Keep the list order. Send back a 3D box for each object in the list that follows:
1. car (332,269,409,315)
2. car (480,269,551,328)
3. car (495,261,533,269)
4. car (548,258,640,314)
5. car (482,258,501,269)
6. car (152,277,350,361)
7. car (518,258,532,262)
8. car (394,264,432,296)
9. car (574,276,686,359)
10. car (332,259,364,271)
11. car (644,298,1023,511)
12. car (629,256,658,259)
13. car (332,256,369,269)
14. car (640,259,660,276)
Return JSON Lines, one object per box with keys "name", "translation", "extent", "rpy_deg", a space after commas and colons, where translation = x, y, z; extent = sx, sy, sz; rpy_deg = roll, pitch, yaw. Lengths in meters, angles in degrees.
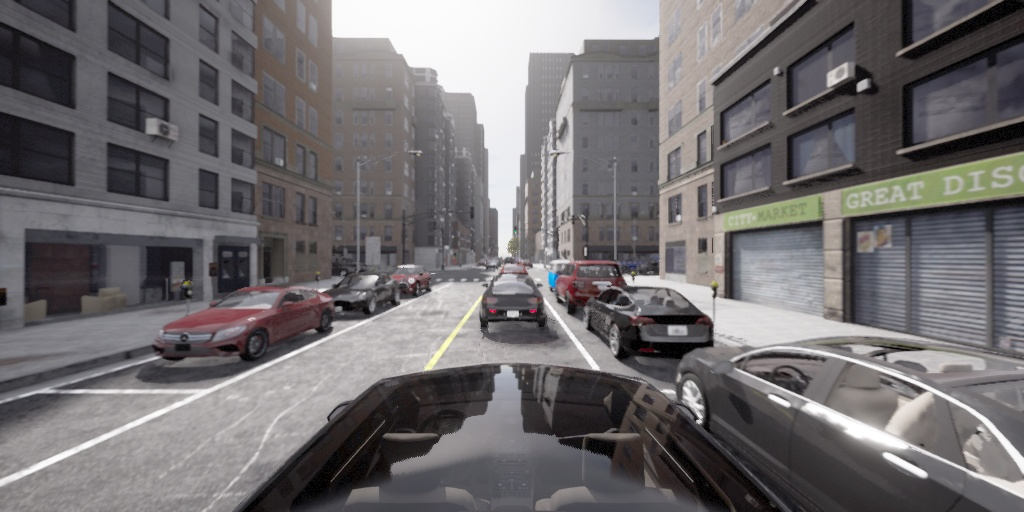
{"name": "car", "translation": [-5.665, 1.338, 13.791], "extent": [1.948, 1.339, 4.313], "rpy_deg": [0, 0, 0]}
{"name": "car", "translation": [0.016, 1.293, 11.344], "extent": [1.812, 1.442, 4.674], "rpy_deg": [0, 0, 0]}
{"name": "car", "translation": [0.105, 1.267, 23.105], "extent": [1.882, 1.535, 5.008], "rpy_deg": [0, 0, 0]}
{"name": "car", "translation": [2.861, 1.087, 13.795], "extent": [2.192, 1.841, 5.009], "rpy_deg": [0, 0, 0]}
{"name": "car", "translation": [-3.220, 1.421, 57.842], "extent": [2.033, 1.411, 5.357], "rpy_deg": [0, 0, -1]}
{"name": "car", "translation": [-5.666, 1.344, 8.266], "extent": [1.802, 1.307, 4.207], "rpy_deg": [0, 0, 0]}
{"name": "car", "translation": [2.593, 1.329, 63.208], "extent": [1.967, 1.591, 4.097], "rpy_deg": [0, 0, -1]}
{"name": "car", "translation": [-5.663, 1.222, 19.316], "extent": [1.967, 1.591, 4.097], "rpy_deg": [0, 0, 0]}
{"name": "car", "translation": [2.860, 1.328, 8.271], "extent": [1.948, 1.339, 4.313], "rpy_deg": [0, 0, 0]}
{"name": "car", "translation": [-17.975, 1.331, 36.000], "extent": [4.892, 1.490, 1.837], "rpy_deg": [0, 0, 0]}
{"name": "car", "translation": [2.858, 1.302, 2.747], "extent": [2.007, 1.370, 4.403], "rpy_deg": [0, 0, 0]}
{"name": "car", "translation": [14.843, 1.036, 42.850], "extent": [5.566, 2.045, 2.150], "rpy_deg": [0, 0, 2]}
{"name": "car", "translation": [-18.608, 1.059, 39.246], "extent": [5.566, 2.045, 2.150], "rpy_deg": [0, 0, 0]}
{"name": "car", "translation": [15.084, 1.299, 36.249], "extent": [4.892, 1.490, 1.837], "rpy_deg": [0, -1, 1]}
